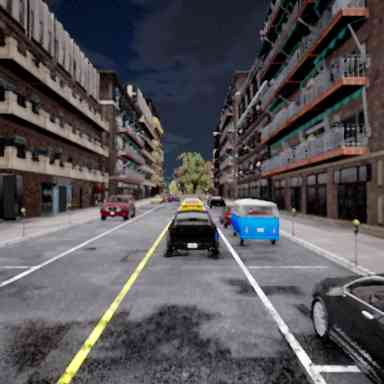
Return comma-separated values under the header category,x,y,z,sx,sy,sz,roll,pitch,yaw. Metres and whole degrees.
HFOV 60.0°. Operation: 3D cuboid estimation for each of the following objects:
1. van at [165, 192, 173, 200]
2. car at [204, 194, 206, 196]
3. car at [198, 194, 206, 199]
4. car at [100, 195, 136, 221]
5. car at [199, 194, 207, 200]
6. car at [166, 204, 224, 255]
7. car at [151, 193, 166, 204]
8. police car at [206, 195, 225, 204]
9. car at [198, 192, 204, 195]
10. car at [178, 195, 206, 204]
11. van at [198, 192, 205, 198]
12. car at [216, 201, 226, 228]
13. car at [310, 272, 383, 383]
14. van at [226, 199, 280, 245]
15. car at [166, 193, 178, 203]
category,x,y,z,sx,sy,sz,roll,pitch,yaw
van,-5.720,0.928,82.895,1.690,1.788,3.998,1,0,0
car,3.119,1.256,48.825,1.837,1.490,4.892,0,0,0
car,2.662,1.127,88.524,1.947,1.339,4.313,1,0,0
car,-5.689,1.178,26.279,2.192,1.841,5.009,1,0,0
car,2.661,1.133,82.862,1.887,1.381,4.507,1,0,0
car,0.037,1.437,13.030,1.837,1.490,4.892,0,1,0
car,-5.708,1.248,54.419,1.752,1.417,4.829,1,0,0
police car,3.112,1.210,41.933,1.930,1.638,5.238,0,0,0
car,2.661,1.139,77.371,1.752,1.417,4.829,1,0,0
car,0.037,1.326,29.203,1.882,1.535,5.008,0,1,0
van,2.641,0.876,94.184,1.690,1.788,3.998,1,0,0
car,2.690,1.474,20.583,1.802,1.307,4.206,1,0,0
car,2.700,1.531,3.599,2.008,1.369,4.403,1,0,0
van,2.696,1.262,14.921,1.690,1.788,3.998,1,0,0
car,-3.087,1.268,58.264,1.994,1.385,4.181,0,0,0
